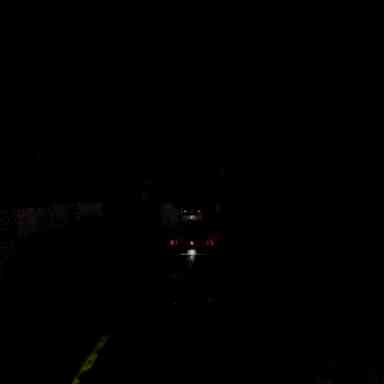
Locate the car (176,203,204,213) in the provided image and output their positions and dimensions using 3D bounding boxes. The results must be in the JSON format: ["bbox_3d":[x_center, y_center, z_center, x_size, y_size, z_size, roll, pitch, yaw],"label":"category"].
[{"bbox_3d":[0.014,1.774,28.522,2.128,1.511,4.902,0,0,0],"label":"car"}]

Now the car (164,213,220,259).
[{"bbox_3d":[0.015,1.737,13.278,1.895,1.301,4.718,0,-1,0],"label":"car"}]

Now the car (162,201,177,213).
[{"bbox_3d":[-2.780,1.910,43.568,2.128,1.511,4.902,0,-1,0],"label":"car"}]
